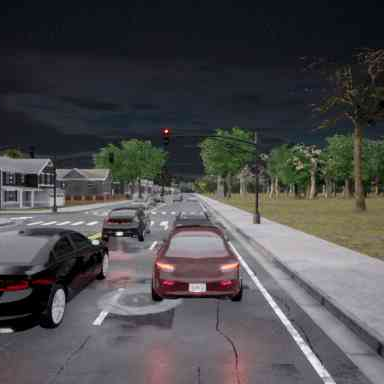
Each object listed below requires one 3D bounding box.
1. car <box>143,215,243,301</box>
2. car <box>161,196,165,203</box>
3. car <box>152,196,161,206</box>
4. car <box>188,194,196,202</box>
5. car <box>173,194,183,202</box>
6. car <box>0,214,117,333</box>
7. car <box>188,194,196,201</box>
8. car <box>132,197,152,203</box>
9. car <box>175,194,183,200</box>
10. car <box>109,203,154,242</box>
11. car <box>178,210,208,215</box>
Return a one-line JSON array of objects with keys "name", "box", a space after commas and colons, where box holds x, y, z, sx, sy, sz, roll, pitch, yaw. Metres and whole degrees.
[{"name": "car", "box": [0.102, 1.525, 8.178, 1.812, 1.442, 4.674, 0, 0, 0]}, {"name": "car", "box": [-6.527, 1.533, 66.117, 1.994, 1.385, 4.181, 0, 0, 0]}, {"name": "car", "box": [-6.590, 1.473, 52.142, 2.128, 1.511, 4.902, 0, 0, 0]}, {"name": "car", "box": [0.003, 1.551, 73.981, 1.895, 1.301, 4.718, 0, 0, 0]}, {"name": "car", "box": [-3.247, 1.495, 73.535, 2.033, 1.411, 5.357, 0, 0, 0]}, {"name": "car", "box": [-3.152, 1.477, 6.977, 1.882, 1.535, 5.008, 0, 0, 0]}, {"name": "car", "box": [0.004, 1.329, 83.955, 2.128, 1.511, 4.902, 0, 0, 0]}, {"name": "car", "box": [-6.596, 1.592, 42.019, 1.895, 1.301, 4.718, 0, 0, 0]}, {"name": "car", "box": [-3.246, 1.328, 83.956, 1.812, 1.442, 4.674, 0, 0, 0]}, {"name": "car", "box": [-3.125, 1.504, 16.400, 1.837, 1.490, 4.892, 0, 0, -2]}, {"name": "car", "box": [0.045, 1.600, 17.344, 1.895, 1.301, 4.718, 0, 0, 1]}]
